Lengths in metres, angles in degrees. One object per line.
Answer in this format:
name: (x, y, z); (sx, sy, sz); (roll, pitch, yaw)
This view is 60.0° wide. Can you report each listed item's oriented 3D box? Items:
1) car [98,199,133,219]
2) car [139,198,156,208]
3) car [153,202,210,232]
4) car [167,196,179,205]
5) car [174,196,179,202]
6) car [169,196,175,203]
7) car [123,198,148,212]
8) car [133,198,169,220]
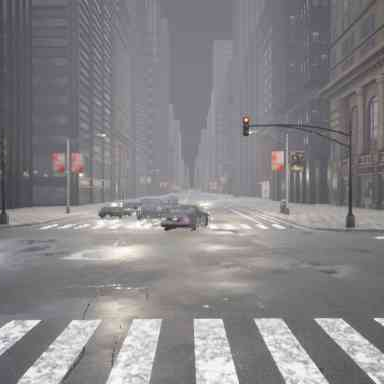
car: (-6.557, 1.531, 29.298); (2.033, 1.411, 5.357); (0, 0, 4)
car: (-6.575, 1.564, 49.483); (1.895, 1.301, 4.718); (0, 0, 0)
car: (-0.296, 1.528, 20.056); (2.033, 1.411, 5.357); (0, 0, 15)
car: (-3.286, 1.454, 57.788); (1.837, 1.490, 4.892); (0, 0, 0)
car: (-3.329, 1.529, 47.414); (1.994, 1.385, 4.181); (0, 0, 0)
car: (-3.328, 1.523, 37.515); (2.033, 1.411, 5.357); (0, 0, 0)
car: (-6.576, 1.522, 39.397); (2.033, 1.411, 5.357); (0, 0, 0)
car: (-3.333, 1.337, 28.040); (2.097, 1.767, 4.553); (0, 0, 0)
